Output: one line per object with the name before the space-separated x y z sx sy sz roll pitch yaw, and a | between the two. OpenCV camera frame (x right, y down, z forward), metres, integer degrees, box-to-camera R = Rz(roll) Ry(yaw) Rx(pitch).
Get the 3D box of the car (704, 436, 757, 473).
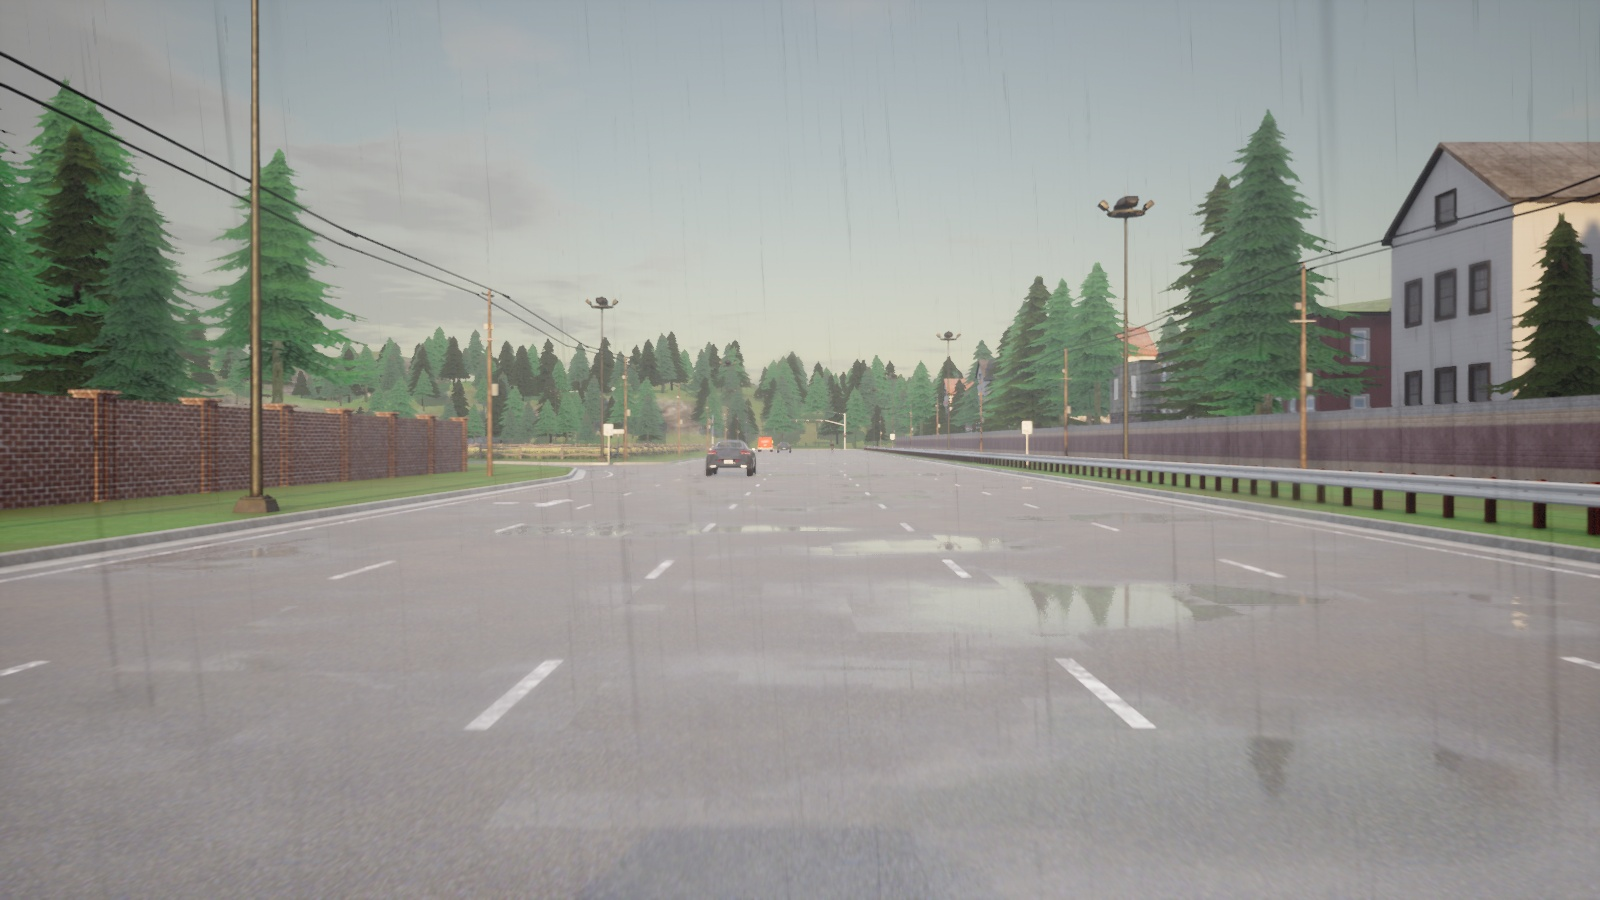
car | -3.153 0.193 58.079 2.152 1.651 5.027 0 0 0
